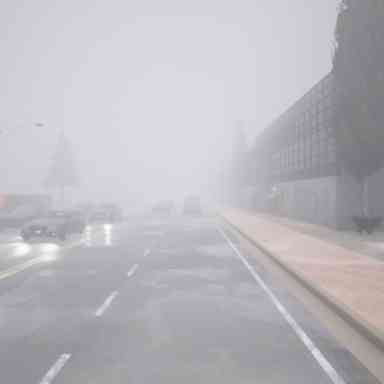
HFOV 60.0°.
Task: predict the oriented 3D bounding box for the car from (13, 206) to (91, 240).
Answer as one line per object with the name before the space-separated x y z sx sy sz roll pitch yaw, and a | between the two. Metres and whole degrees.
car | -7.065 1.650 17.332 1.994 1.385 4.181 0 0 1

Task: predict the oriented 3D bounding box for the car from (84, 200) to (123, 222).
car | -7.007 1.641 27.405 1.837 1.490 4.892 0 0 0

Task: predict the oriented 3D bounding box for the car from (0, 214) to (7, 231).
car | -7.081 1.520 8.340 1.882 1.535 5.008 0 0 0

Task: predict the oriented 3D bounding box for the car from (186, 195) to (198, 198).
car | 0.013 1.458 47.591 2.150 2.045 5.566 0 0 0

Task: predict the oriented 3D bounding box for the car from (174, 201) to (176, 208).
car | -3.474 1.719 48.951 1.882 1.535 5.008 0 0 0

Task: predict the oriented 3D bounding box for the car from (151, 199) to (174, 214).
car | -3.393 1.786 37.472 1.895 1.301 4.718 0 0 0

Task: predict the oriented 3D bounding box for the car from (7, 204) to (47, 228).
car | -10.552 1.585 21.670 1.882 1.535 5.008 0 0 0

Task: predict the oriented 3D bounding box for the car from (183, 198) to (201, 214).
car | 0.007 1.748 37.279 1.994 1.385 4.181 0 0 0

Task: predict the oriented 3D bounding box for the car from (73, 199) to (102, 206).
car | -10.494 1.707 32.131 2.033 1.411 5.357 0 0 0
